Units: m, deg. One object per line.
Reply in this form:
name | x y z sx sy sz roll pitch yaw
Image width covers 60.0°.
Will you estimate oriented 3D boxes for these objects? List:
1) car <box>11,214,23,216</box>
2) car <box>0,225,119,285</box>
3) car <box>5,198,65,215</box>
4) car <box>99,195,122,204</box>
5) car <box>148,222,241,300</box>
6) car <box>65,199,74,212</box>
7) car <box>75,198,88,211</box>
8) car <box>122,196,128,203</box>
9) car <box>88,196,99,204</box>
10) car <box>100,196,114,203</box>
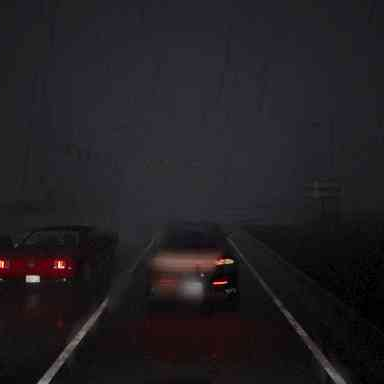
car | -6.939 1.547 8.791 2.033 1.411 5.357 0 0 0
car | -3.434 1.601 9.452 1.895 1.301 4.718 0 0 0
car | -15.351 1.491 32.102 4.902 1.511 2.128 0 0 -1
car | -14.995 1.352 61.514 2.097 1.767 4.553 0 0 0
car | 0.058 1.492 8.366 2.128 1.511 4.902 0 0 0
car | -15.625 1.477 35.600 5.008 1.535 1.882 0 0 -1
car | -15.325 1.477 39.103 5.008 1.535 1.882 0 0 -1
car | -14.992 1.552 71.552 1.994 1.385 4.181 0 0 0
car | -18.493 1.477 62.128 1.882 1.535 5.008 0 0 0
car | -18.492 1.524 72.229 1.812 1.442 4.674 0 0 0
